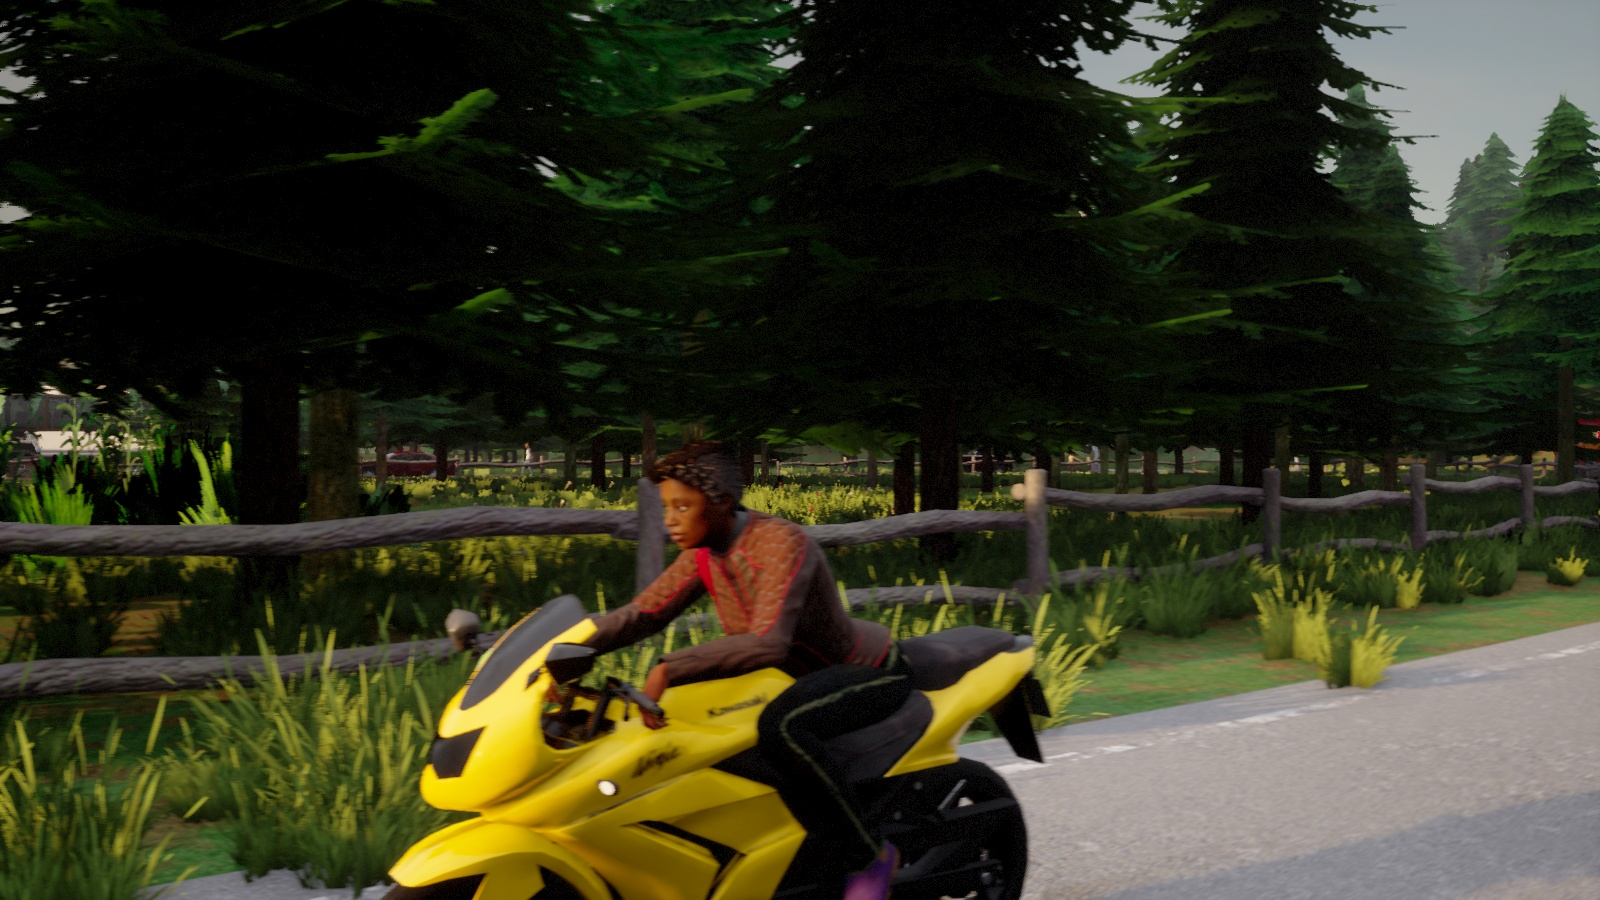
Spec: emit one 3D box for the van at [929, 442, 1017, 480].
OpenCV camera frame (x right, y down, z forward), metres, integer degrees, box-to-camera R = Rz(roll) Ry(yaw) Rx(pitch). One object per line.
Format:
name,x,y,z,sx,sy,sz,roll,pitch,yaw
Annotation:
van,9.613,0.594,69.683,4.480,2.038,2.069,0,0,-27

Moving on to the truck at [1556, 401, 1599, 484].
truck,38.553,-0.360,57.350,2.891,3.827,8.468,0,0,0

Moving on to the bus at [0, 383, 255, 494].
bus,-28.037,-0.478,50.974,10.273,4.253,3.944,0,1,-11

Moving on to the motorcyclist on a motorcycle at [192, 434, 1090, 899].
motorcyclist on a motorcycle,-0.297,0.735,3.078,2.044,1.523,0.797,0,0,-35

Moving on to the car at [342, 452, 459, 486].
car,-18.775,0.875,59.091,5.008,1.535,1.882,0,0,-26
